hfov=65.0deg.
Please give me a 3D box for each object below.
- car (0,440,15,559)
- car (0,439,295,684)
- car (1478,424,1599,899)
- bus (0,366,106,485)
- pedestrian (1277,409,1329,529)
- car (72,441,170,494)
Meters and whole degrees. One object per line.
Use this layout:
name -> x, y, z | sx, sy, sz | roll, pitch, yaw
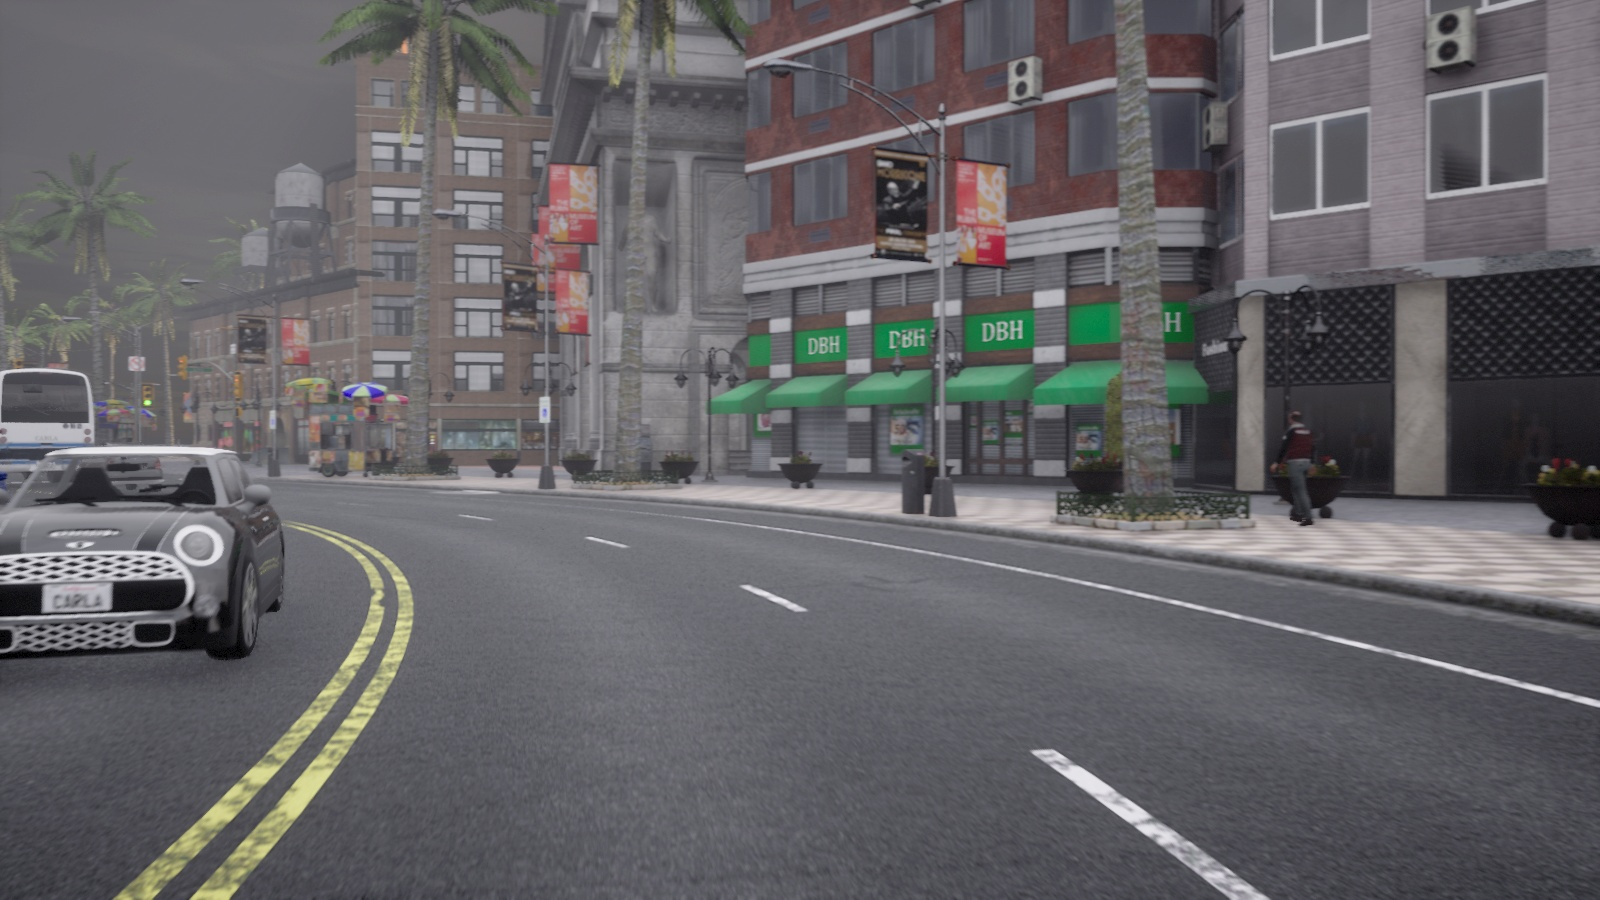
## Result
car -> -11.198, 0.637, 15.842 | 1.882, 1.535, 5.008 | 0, 0, -28
car -> -5.041, 0.660, 9.473 | 1.970, 1.475, 3.806 | 0, 0, -17
car -> 3.412, 0.692, 1.740 | 2.128, 1.511, 4.902 | 0, 0, -3
bus -> -31.059, -0.902, 49.571 | 3.944, 4.253, 10.273 | 0, 0, -44
pedestrian -> 7.909, 0.290, 19.762 | 0.376, 1.854, 0.720 | 0, 0, -19
car -> -21.255, 0.509, 39.261 | 1.789, 1.549, 3.705 | 0, 1, -44
